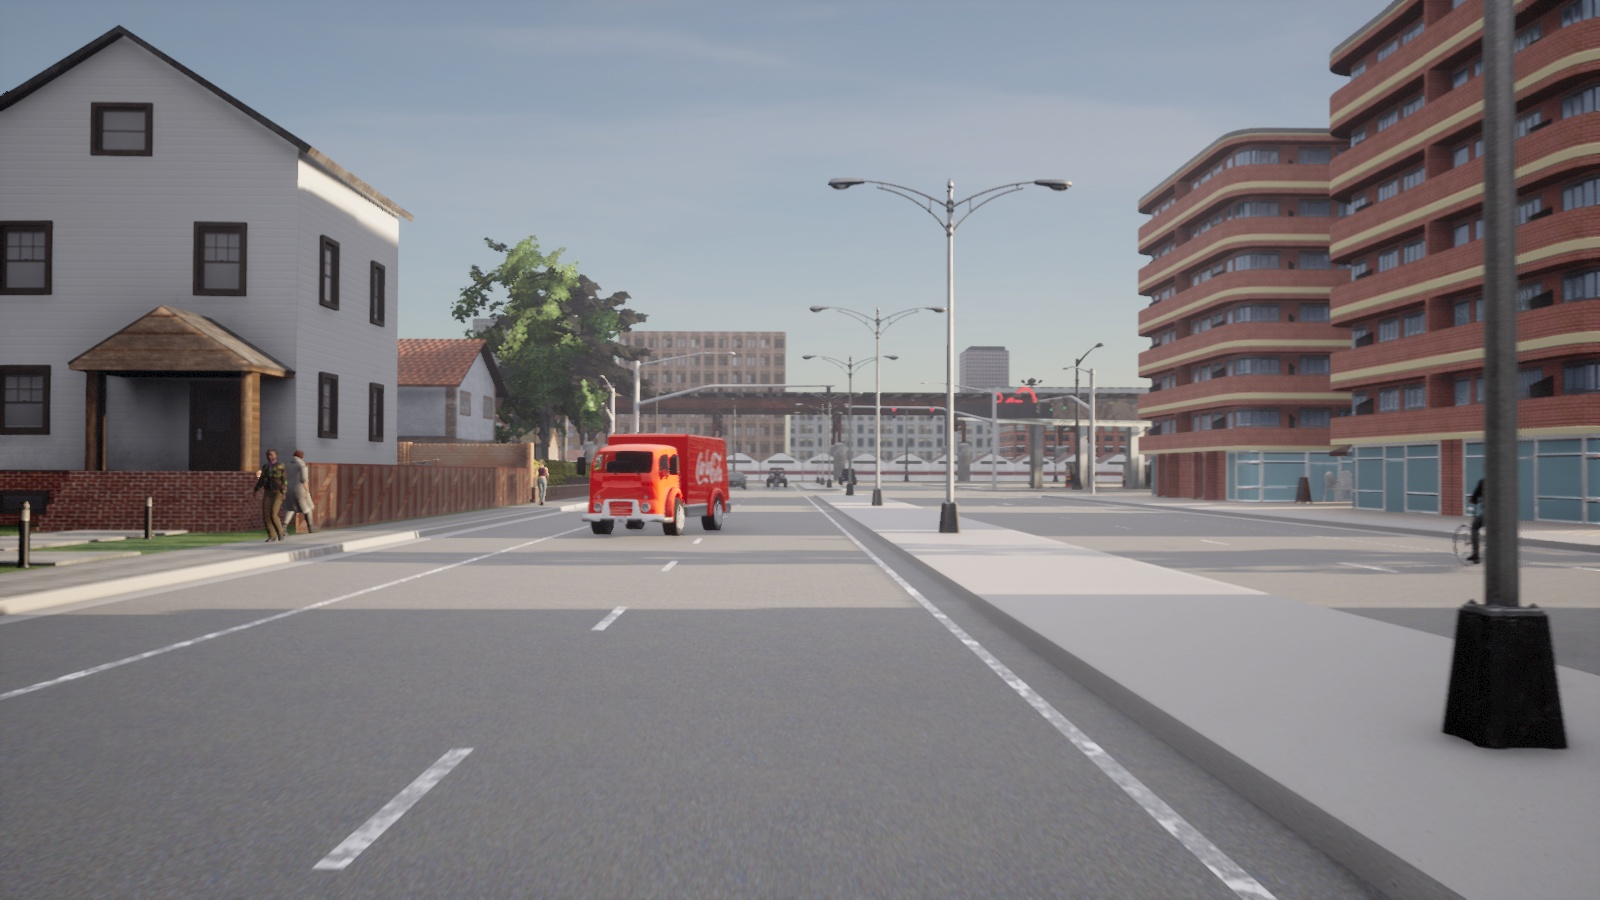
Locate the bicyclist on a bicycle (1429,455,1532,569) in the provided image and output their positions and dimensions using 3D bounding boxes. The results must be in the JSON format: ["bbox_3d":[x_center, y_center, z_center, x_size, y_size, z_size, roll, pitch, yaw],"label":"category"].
[{"bbox_3d":[11.127,0.982,20.604,0.659,1.776,1.843,0,-1,-1],"label":"bicyclist on a bicycle"}]

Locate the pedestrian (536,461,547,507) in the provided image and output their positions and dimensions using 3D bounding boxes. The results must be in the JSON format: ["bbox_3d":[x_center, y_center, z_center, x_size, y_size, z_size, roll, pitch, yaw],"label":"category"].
[{"bbox_3d":[-10.304,1.353,50.074,0.345,1.836,0.594,0,-1,-1],"label":"pedestrian"}]

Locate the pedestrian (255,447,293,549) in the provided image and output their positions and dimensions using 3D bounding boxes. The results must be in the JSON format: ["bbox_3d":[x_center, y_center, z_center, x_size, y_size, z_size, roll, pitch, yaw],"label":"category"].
[{"bbox_3d":[-10.083,0.914,24.084,0.395,1.930,0.692,0,-1,6],"label":"pedestrian"}]

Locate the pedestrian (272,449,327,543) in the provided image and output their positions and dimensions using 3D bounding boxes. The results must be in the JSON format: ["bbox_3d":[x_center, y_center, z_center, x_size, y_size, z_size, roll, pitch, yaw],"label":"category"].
[{"bbox_3d":[-10.629,0.960,26.684,0.659,1.952,0.873,-1,-1,20],"label":"pedestrian"}]

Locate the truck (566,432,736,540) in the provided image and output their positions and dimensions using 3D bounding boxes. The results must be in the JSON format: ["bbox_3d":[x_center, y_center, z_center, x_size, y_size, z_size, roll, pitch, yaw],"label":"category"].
[{"bbox_3d":[-3.586,0.871,31.486,2.627,2.467,5.204,-1,-1,12],"label":"truck"}]
